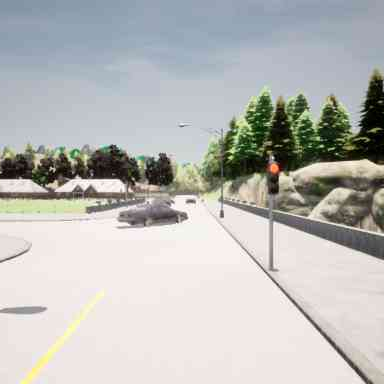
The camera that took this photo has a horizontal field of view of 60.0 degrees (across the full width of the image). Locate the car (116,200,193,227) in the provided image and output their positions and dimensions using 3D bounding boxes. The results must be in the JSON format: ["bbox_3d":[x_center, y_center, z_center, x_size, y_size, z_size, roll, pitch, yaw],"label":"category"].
[{"bbox_3d":[-2.606,1.547,22.785,2.033,1.411,5.357,0,0,39],"label":"car"}]

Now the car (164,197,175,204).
[{"bbox_3d":[-4.260,1.601,63.315,1.895,1.301,4.718,0,0,0],"label":"car"}]

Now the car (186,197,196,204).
[{"bbox_3d":[-0.207,1.601,63.384,1.895,1.301,4.718,0,0,0],"label":"car"}]

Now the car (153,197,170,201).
[{"bbox_3d":[-4.240,1.526,42.674,1.812,1.442,4.674,0,0,-1],"label":"car"}]

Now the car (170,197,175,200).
[{"bbox_3d":[-4.269,1.548,52.996,2.033,1.411,5.357,0,0,-1],"label":"car"}]
